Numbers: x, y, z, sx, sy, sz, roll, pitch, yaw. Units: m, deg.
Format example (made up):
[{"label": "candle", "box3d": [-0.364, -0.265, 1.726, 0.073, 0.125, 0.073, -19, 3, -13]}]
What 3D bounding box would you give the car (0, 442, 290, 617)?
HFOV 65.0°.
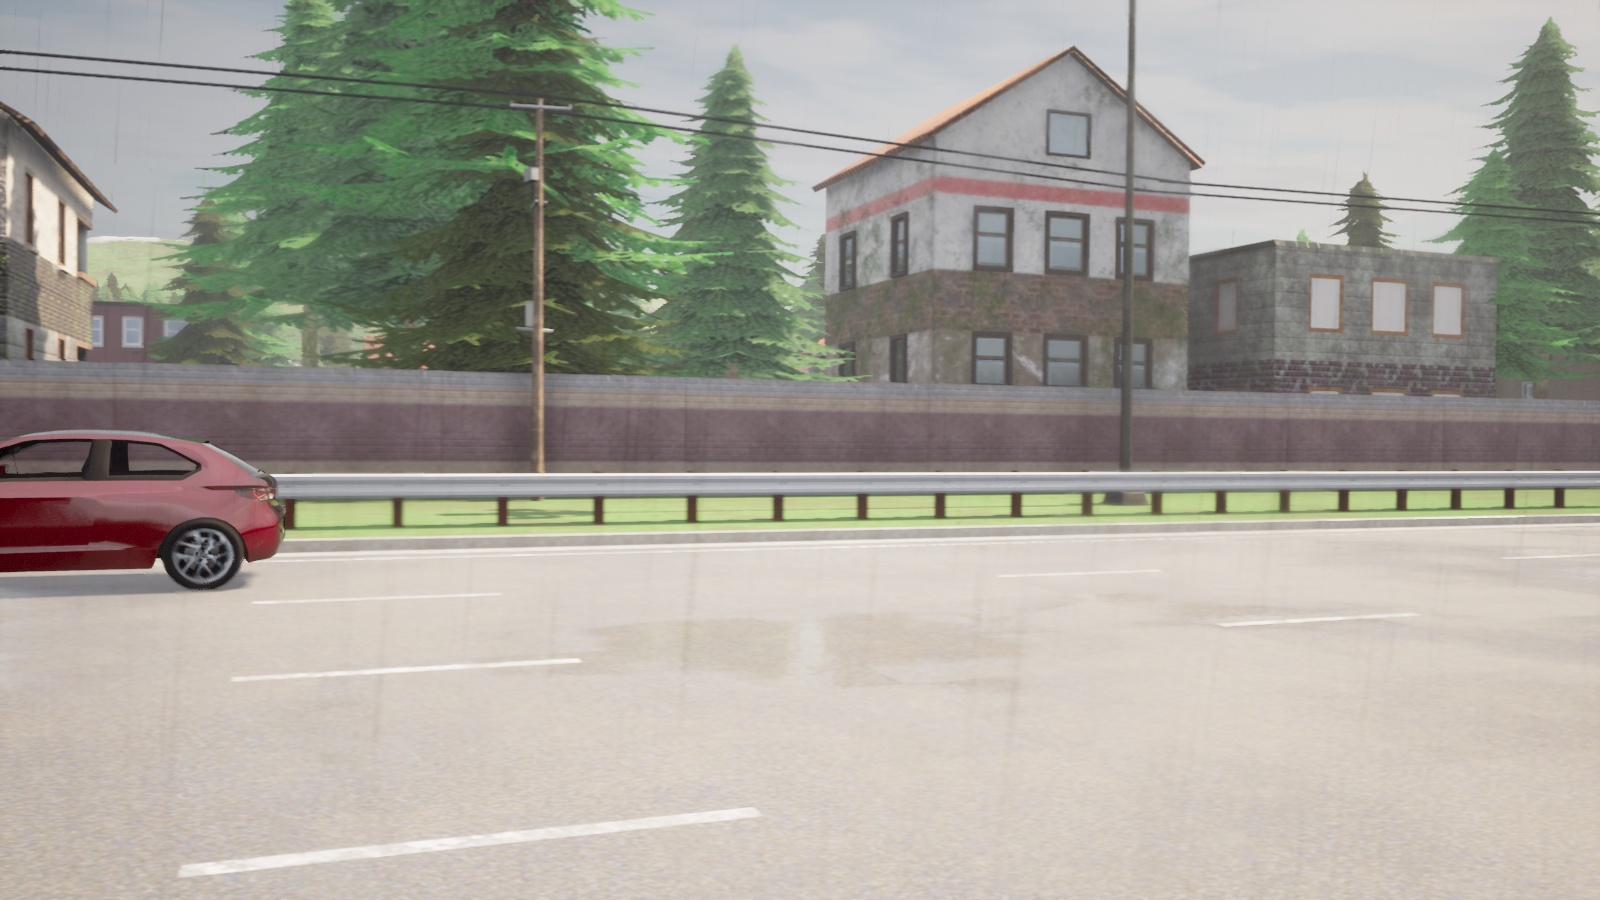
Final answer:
[{"label": "car", "box3d": [-7.081, 0.696, 11.782, 4.193, 1.474, 1.816, -1, 1, -21]}]
